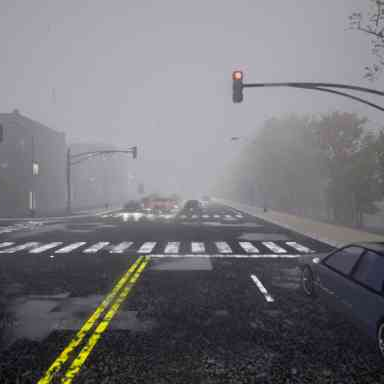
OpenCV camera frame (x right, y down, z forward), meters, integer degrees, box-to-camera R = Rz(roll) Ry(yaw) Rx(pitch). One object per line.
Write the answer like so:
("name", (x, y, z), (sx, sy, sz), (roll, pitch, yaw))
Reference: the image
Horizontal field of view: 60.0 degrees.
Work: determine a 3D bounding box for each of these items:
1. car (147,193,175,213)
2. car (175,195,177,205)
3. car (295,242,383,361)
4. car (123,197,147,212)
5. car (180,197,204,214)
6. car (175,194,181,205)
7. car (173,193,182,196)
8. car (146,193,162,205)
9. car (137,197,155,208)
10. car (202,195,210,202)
("car", (-3.350, 1.347, 36.509), (2.097, 1.767, 4.553), (0, 0, 0))
("car", (-3.369, 1.499, 45.380), (1.837, 1.490, 4.892), (0, 0, 0))
("car", (3.353, 1.546, 5.448), (2.033, 1.411, 5.357), (0, 0, 0))
("car", (-6.603, 1.559, 38.027), (1.994, 1.385, 4.181), (0, 0, 0))
("car", (0.045, 1.520, 34.925), (1.812, 1.442, 4.674), (0, 0, 2))
("car", (-3.383, 1.484, 56.824), (2.128, 1.511, 4.902), (0, 0, 0))
("car", (-3.328, 1.212, 69.739), (2.150, 2.045, 5.566), (0, 0, 0))
("car", (-6.629, 1.215, 58.941), (2.150, 2.045, 5.566), (0, 0, 0))
("car", (-6.623, 1.499, 48.422), (1.837, 1.490, 4.892), (0, 0, 0))
("car", (3.149, 1.470, 78.813), (1.882, 1.535, 5.008), (0, 0, 0))
